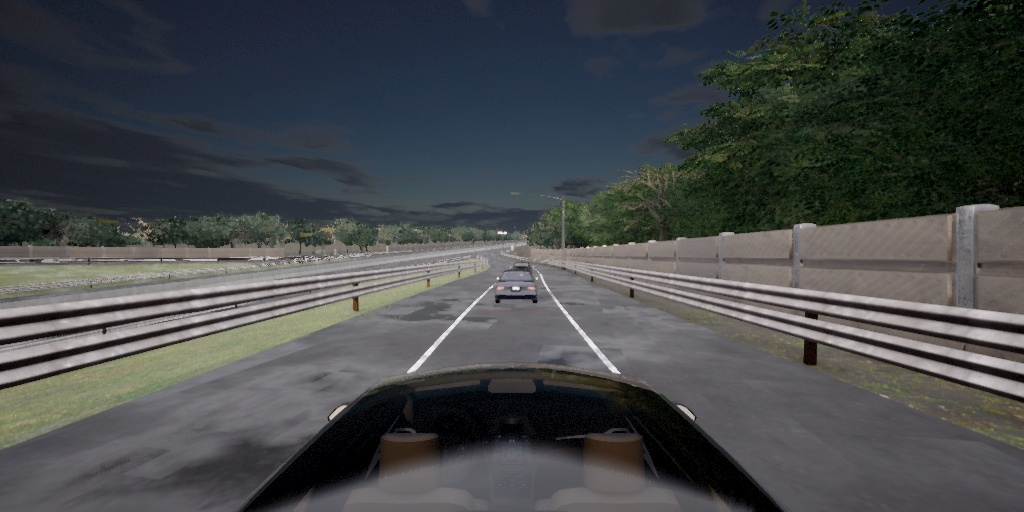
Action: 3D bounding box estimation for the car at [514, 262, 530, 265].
[{"bbox_3d":[0.896,1.248,31.348,1.837,1.490,4.892,0,0,3],"label":"car"}]

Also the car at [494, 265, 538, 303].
[{"bbox_3d":[0.223,1.303,16.407,2.033,1.411,5.357,0,0,2],"label":"car"}]
